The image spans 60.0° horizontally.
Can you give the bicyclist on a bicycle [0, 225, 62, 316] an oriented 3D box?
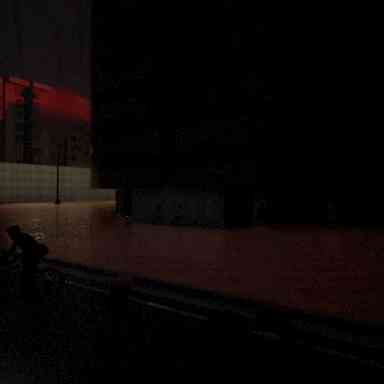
[{"bbox_3d":[-3.240,1.444,6.389,0.582,1.620,1.656,0,2,36],"label":"bicyclist on a bicycle"}]
